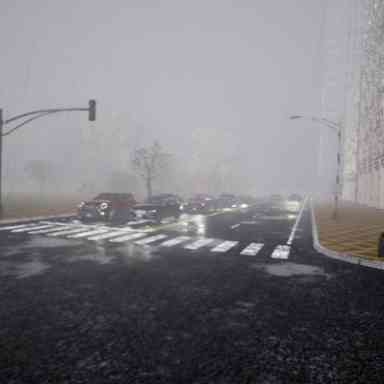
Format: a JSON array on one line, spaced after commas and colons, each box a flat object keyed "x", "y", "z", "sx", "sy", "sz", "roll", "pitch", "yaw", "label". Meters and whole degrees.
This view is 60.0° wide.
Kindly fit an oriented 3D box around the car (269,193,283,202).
[{"x": 14.789, "y": 0.960, "z": 58.517, "sx": 1.994, "sy": 1.385, "sz": 4.181, "roll": 2, "pitch": 1, "yaw": 20, "label": "car"}]

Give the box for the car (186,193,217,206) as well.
[{"x": 1.237, "y": 0.834, "z": 40.026, "sx": 2.033, "sy": 1.411, "sz": 5.357, "roll": 2, "pitch": 1, "yaw": 20, "label": "car"}]

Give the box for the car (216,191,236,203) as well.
[{"x": 5.367, "y": 0.710, "z": 51.506, "sx": 1.837, "sy": 1.490, "sz": 4.892, "roll": 2, "pitch": 2, "yaw": 20, "label": "car"}]

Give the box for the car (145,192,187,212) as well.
[{"x": -2.257, "y": 0.834, "z": 30.228, "sx": 1.882, "sy": 1.535, "sz": 5.008, "roll": 2, "pitch": 1, "yaw": 20, "label": "car"}]

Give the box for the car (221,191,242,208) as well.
[{"x": 4.036, "y": 0.893, "z": 38.204, "sx": 1.882, "sy": 1.535, "sz": 5.008, "roll": 2, "pitch": 1, "yaw": 20, "label": "car"}]

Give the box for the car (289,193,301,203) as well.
[{"x": 17.914, "y": 0.996, "z": 57.601, "sx": 1.882, "sy": 1.535, "sz": 5.008, "roll": 2, "pitch": 1, "yaw": 20, "label": "car"}]

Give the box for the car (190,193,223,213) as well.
[{"x": 0.951, "y": 1.078, "z": 29.574, "sx": 1.895, "sy": 1.301, "sz": 4.718, "roll": 2, "pitch": 1, "yaw": 20, "label": "car"}]

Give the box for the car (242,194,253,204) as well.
[{"x": 7.383, "y": 0.953, "z": 47.503, "sx": 1.895, "sy": 1.301, "sz": 4.718, "roll": 2, "pitch": 1, "yaw": 20, "label": "car"}]

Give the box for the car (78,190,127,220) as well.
[{"x": -5.306, "y": 0.772, "z": 21.644, "sx": 2.097, "sy": 1.767, "sz": 4.553, "roll": 2, "pitch": 1, "yaw": 20, "label": "car"}]

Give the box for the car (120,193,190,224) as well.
[{"x": -2.125, "y": 1.033, "z": 20.881, "sx": 2.128, "sy": 1.511, "sz": 4.902, "roll": 2, "pitch": 1, "yaw": 19, "label": "car"}]
